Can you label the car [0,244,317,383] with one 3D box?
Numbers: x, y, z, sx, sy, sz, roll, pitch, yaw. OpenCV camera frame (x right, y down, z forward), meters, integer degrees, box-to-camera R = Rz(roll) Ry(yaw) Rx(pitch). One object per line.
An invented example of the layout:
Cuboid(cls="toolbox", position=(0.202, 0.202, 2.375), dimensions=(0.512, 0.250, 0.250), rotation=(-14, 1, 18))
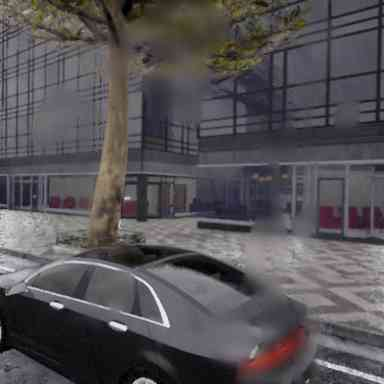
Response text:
Cuboid(cls="car", position=(-0.963, 1.465, 4.372), dimensions=(4.892, 1.490, 1.837), rotation=(1, 1, 35))
